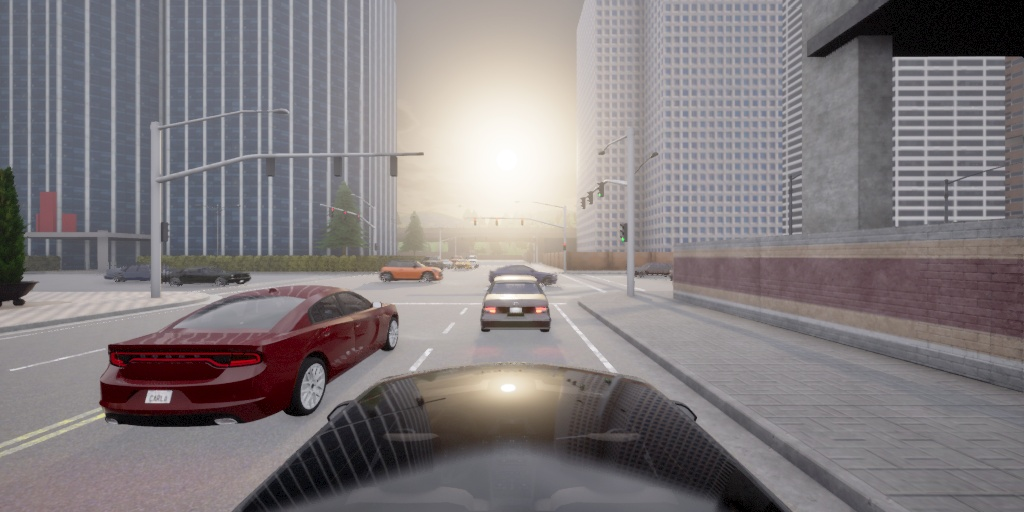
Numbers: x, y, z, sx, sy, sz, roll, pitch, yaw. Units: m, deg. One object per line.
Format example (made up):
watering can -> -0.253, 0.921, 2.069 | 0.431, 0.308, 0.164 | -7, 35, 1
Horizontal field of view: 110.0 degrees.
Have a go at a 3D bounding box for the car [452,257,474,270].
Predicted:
car -> -7.061, 1.228, 52.003 | 1.882, 1.535, 5.008 | 0, 0, 0

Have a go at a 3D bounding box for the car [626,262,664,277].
car -> 13.914, 1.297, 34.780 | 5.357, 1.411, 2.033 | 0, 0, 0

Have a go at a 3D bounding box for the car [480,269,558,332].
car -> 0.090, 1.297, 10.801 | 2.033, 1.411, 5.357 | 0, 0, 0

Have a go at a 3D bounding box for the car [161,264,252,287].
car -> -20.116, 1.351, 23.729 | 4.718, 1.301, 1.895 | 0, 0, -1

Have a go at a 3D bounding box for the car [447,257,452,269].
car -> -10.549, 1.276, 56.936 | 1.812, 1.442, 4.674 | 0, 0, 0

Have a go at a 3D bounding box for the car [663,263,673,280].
car -> 14.355, 1.314, 27.570 | 4.181, 1.385, 1.994 | 0, 0, 0

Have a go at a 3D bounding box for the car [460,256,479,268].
car -> -7.028, 0.972, 61.844 | 2.150, 2.045, 5.566 | 0, 0, 0

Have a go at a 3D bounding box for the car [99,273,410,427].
car -> -3.440, 1.228, 5.988 | 1.882, 1.535, 5.008 | 0, 0, 0

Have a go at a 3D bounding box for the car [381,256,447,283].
car -> -7.627, 1.102, 27.397 | 4.553, 1.767, 2.097 | 0, 0, -1

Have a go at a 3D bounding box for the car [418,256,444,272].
car -> -10.568, 0.972, 47.397 | 2.150, 2.045, 5.566 | 0, 0, 0

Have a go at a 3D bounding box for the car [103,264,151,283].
car -> -27.466, 1.297, 27.171 | 5.357, 1.411, 2.033 | 0, 0, 0

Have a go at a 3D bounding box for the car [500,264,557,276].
car -> 0.725, 1.276, 24.029 | 4.674, 1.442, 1.812 | 0, 0, -1
